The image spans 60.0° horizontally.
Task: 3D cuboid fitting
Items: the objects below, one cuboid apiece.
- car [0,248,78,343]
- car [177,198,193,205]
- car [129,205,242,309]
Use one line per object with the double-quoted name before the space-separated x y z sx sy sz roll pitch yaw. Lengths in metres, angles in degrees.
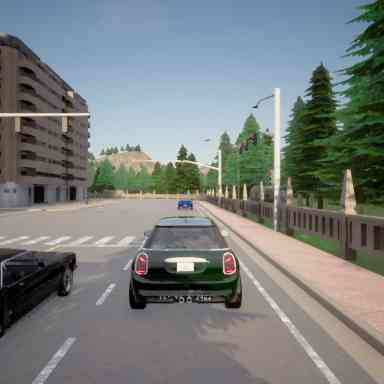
"car" -3.548 1.601 5.660 1.895 1.301 4.718 0 0 -1
"car" -0.875 1.478 43.469 1.882 1.535 5.008 0 0 -1
"car" -0.133 1.352 8.033 2.097 1.767 4.553 0 0 0
